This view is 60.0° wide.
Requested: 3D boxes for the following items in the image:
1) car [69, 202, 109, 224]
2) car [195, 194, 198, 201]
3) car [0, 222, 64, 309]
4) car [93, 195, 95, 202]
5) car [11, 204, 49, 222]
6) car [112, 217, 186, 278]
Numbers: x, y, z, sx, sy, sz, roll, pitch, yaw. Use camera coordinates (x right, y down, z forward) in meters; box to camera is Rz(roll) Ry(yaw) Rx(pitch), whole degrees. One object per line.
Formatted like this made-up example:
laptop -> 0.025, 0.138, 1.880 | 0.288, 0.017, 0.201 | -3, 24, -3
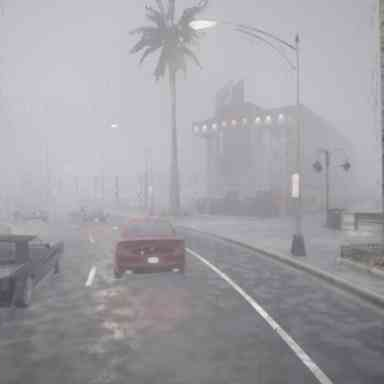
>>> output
car -> -8.069, 1.714, 25.723 | 1.895, 1.301, 4.718 | 0, 0, -33
car -> 1.670, 1.589, 59.547 | 4.674, 1.452, 2.002 | 0, 0, 35
car -> -4.345, 1.644, 7.742 | 1.895, 1.301, 4.718 | 0, 0, -10
car -> -18.603, 1.517, 59.857 | 4.553, 1.767, 2.185 | 0, 0, 35
car -> -13.108, 1.687, 26.819 | 2.033, 1.411, 5.357 | 0, 0, -39
car -> -1.468, 1.516, 10.498 | 1.882, 1.535, 5.008 | 0, 0, -12
